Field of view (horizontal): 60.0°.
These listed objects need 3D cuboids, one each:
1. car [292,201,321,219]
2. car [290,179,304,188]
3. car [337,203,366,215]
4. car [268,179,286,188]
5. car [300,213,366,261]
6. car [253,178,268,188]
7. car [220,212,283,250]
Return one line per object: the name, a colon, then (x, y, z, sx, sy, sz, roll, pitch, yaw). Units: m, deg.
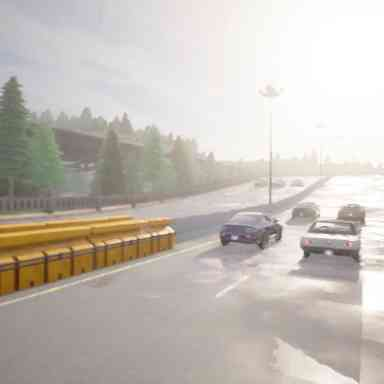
car: (9.759, 1.492, 28.322, 1.812, 1.442, 4.674, 0, 3, 28)
car: (19.731, -1.639, 62.191, 2.128, 1.511, 4.902, 0, 6, 28)
car: (12.649, 1.570, 26.307, 1.994, 1.385, 4.181, 0, 2, 28)
car: (16.811, -1.717, 64.137, 1.882, 1.535, 5.008, 0, 6, 28)
car: (5.569, 1.733, 12.938, 1.895, 1.301, 4.718, 0, 0, 28)
car: (13.683, -1.854, 65.698, 2.097, 1.767, 4.553, 0, 6, 28)
car: (2.795, 1.642, 15.163, 1.812, 1.442, 4.674, 0, 0, 28)
